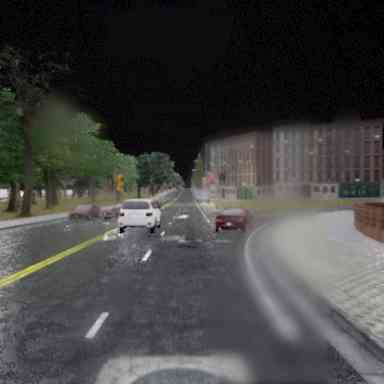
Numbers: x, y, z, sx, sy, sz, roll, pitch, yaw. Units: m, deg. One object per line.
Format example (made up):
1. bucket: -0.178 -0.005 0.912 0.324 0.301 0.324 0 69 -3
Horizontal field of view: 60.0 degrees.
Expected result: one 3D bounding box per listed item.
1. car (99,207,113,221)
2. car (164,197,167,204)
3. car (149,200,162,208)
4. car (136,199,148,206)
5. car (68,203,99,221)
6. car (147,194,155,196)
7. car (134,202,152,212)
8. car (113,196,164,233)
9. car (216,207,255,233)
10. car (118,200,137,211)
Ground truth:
1. car: -6.779 1.966 30.723 1.895 1.301 4.718 0 -1 0
2. car: -6.984 1.935 78.646 2.097 1.767 4.553 0 0 0
3. car: -6.903 2.184 63.092 1.895 1.301 4.718 0 0 0
4. car: -10.164 2.120 67.674 1.812 1.442 4.674 0 0 0
5. car: -10.033 1.857 31.412 1.882 1.535 5.008 0 -1 0
6. car: -10.265 1.438 83.354 2.150 2.045 5.566 0 0 0
7. car: -6.874 2.117 47.176 1.895 1.301 4.718 0 0 0
8. car: -3.274 1.476 21.646 2.150 2.045 5.566 0 -1 0
9. car: 2.889 1.730 21.642 1.882 1.535 5.008 0 0 18
10. car: -10.133 2.102 52.521 2.033 1.411 5.357 0 0 0
